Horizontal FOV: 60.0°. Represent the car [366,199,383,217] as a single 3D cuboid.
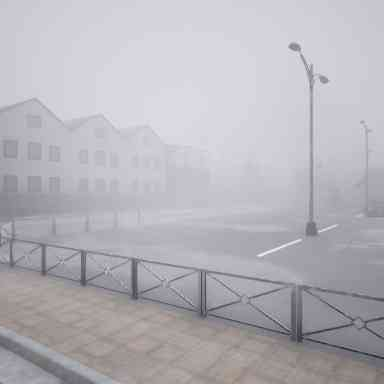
[{"bbox_3d":[15.362,1.298,26.847,2.007,1.523,4.514,0,0,35],"label":"car"}]
